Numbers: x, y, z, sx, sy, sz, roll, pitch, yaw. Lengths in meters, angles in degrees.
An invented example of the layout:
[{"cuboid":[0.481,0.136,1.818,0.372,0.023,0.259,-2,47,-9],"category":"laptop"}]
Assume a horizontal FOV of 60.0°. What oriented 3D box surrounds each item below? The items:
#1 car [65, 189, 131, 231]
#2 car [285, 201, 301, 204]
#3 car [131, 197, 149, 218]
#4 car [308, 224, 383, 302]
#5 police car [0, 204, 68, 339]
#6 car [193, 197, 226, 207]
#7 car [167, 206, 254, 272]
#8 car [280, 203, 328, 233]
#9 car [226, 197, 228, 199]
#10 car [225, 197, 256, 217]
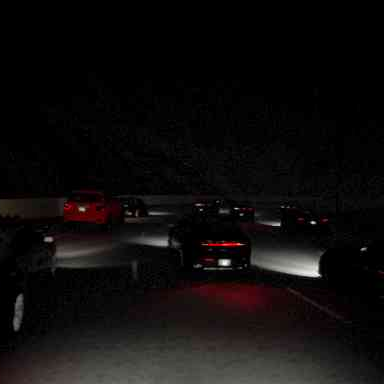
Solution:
[{"cuboid":[-5.153,0.882,18.257,2.150,2.045,5.566,2,0,0],"category":"car"},{"cuboid":[11.206,1.690,36.933,2.033,1.411,5.357,2,1,27],"category":"car"},{"cuboid":[-4.642,1.127,25.574,1.837,1.490,4.892,2,0,8],"category":"car"},{"cuboid":[4.653,1.685,7.121,1.994,1.385,4.181,2,0,-15],"category":"car"},{"cuboid":[-3.778,1.231,6.164,1.930,1.638,5.238,2,0,-13],"category":"police car"},{"cuboid":[1.385,1.307,30.443,2.128,1.511,4.902,2,0,14],"category":"car"},{"cuboid":[0.372,1.436,10.512,1.837,1.490,4.892,2,1,-10],"category":"car"},{"cuboid":[6.773,1.663,20.384,1.994,1.385,4.181,2,0,2],"category":"car"},{"cuboid":[4.700,1.378,47.081,1.994,1.385,4.181,3,1,38],"category":"car"},{"cuboid":[4.023,1.439,26.497,2.128,1.511,4.902,2,0,10],"category":"car"}]
